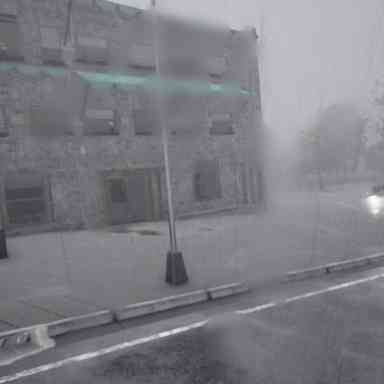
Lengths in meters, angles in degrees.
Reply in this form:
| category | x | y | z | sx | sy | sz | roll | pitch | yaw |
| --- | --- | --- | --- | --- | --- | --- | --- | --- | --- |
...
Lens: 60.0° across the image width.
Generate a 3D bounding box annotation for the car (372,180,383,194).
| category | x | y | z | sx | sy | sz | roll | pitch | yaw |
| --- | --- | --- | --- | --- | --- | --- | --- | --- | --- |
| car | 19.985 | -0.561 | 34.779 | 1.895 | 1.301 | 4.718 | -3 | 4 | 33 |
